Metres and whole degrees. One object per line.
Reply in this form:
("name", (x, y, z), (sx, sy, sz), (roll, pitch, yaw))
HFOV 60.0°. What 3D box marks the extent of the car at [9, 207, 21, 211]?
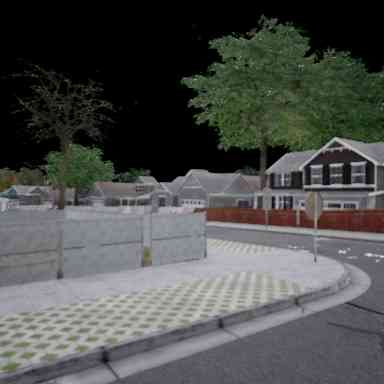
("car", (-40.340, 3.996, 74.675), (5.357, 1.411, 2.033), (-2, -3, 40))
